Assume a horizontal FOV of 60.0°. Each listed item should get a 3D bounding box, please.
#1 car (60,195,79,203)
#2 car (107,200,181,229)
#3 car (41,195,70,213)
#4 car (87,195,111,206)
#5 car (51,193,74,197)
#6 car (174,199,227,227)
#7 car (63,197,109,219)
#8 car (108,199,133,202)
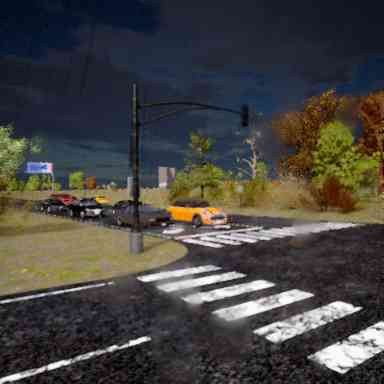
[{"bbox_3d":[-23.306,1.313,63.292,1.882,1.535,5.008,-1,1,-38],"label":"car"},{"bbox_3d":[-3.289,1.517,21.645,2.033,1.411,5.357,-1,1,-38],"label":"car"},{"bbox_3d":[-15.466,1.466,37.187,1.837,1.490,4.892,-1,1,-38],"label":"car"},{"bbox_3d":[-14.664,1.318,52.271,1.882,1.535,5.008,-1,1,-38],"label":"car"},{"bbox_3d":[-17.974,1.141,45.699,2.150,2.045,5.566,-1,1,-38],"label":"car"},{"bbox_3d":[0.264,1.285,22.377,2.097,1.767,4.553,-1,1,-38],"label":"car"},{"bbox_3d":[-9.298,1.457,29.309,2.128,1.511,4.902,-1,1,-38],"label":"car"},{"bbox_3d":[-5.314,1.433,29.494,1.837,1.490,4.892,-1,1,-38],"label":"car"}]
